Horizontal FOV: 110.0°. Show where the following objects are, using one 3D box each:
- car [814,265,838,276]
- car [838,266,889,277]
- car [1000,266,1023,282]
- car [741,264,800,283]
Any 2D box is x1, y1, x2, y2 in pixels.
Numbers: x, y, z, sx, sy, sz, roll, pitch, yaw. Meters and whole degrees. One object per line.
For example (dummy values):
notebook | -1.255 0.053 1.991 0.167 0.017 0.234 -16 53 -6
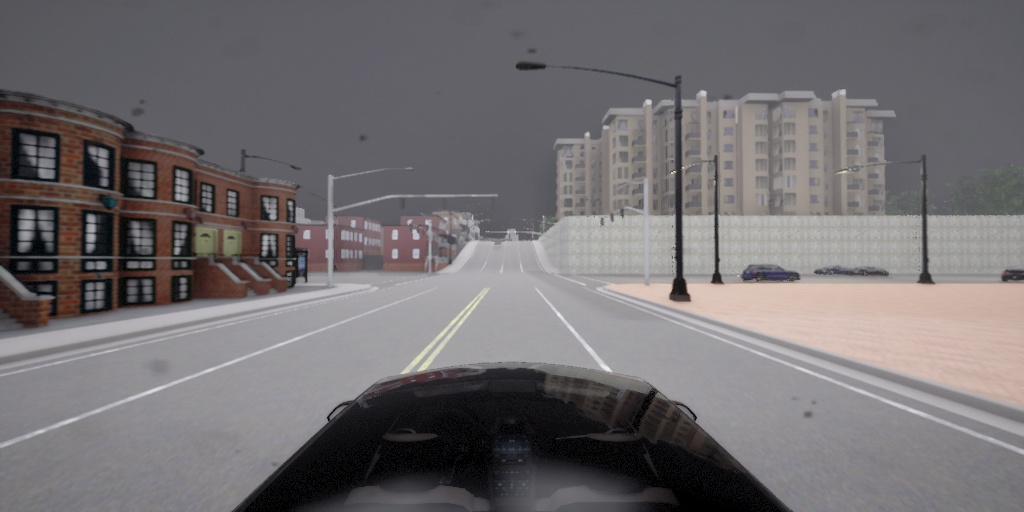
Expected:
car | 42.517 1.940 47.418 4.181 1.385 1.994 0 -1 1
car | 43.308 1.892 43.925 4.181 1.385 1.994 0 -1 1
car | 47.543 1.702 33.321 4.892 1.490 1.837 0 -1 -24
car | 24.097 1.538 33.429 4.553 1.767 2.097 0 -1 0
